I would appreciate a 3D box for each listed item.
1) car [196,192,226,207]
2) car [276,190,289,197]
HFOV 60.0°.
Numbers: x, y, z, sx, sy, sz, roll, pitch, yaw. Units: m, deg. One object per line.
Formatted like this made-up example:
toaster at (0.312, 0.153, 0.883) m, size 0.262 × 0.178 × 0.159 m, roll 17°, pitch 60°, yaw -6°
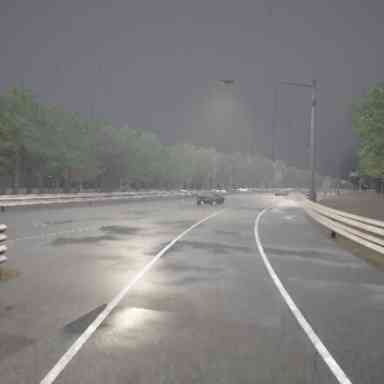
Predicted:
car at (2.157, 0.815, 36.484) m, size 1.837 × 1.490 × 4.892 m, roll 1°, pitch 2°, yaw 27°
car at (18.403, 0.195, 67.635) m, size 1.994 × 1.385 × 4.181 m, roll 1°, pitch 1°, yaw 28°
